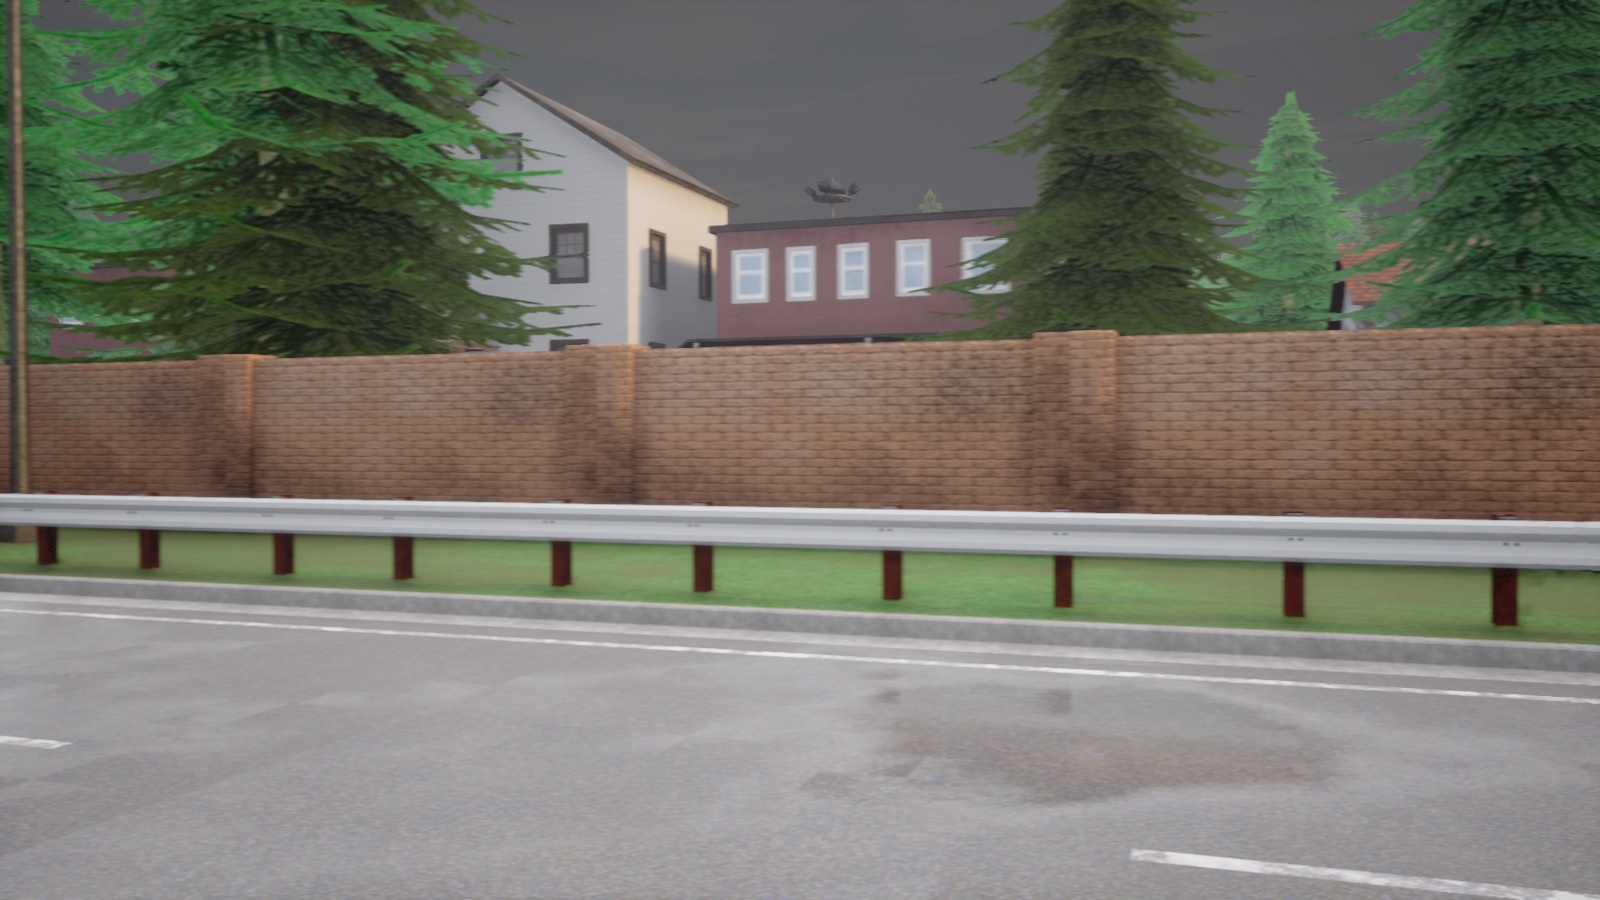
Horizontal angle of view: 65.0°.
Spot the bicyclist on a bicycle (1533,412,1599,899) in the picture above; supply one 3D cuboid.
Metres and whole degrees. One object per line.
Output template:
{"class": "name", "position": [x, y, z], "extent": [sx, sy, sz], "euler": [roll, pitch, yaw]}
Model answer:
{"class": "bicyclist on a bicycle", "position": [2.359, 0.735, 2.392], "extent": [1.509, 1.612, 0.866], "euler": [1, 1, 19]}
